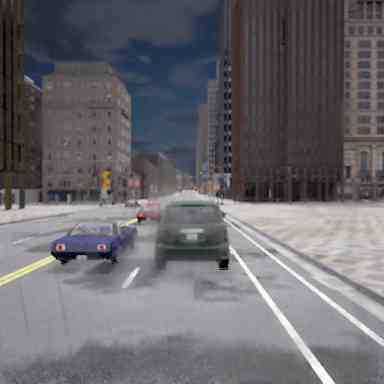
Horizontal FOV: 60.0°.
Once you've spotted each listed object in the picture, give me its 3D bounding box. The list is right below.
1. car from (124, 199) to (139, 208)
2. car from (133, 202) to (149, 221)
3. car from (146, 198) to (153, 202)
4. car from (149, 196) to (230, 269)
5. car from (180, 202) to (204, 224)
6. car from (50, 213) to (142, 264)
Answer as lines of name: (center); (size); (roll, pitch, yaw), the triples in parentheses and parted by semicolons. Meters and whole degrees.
car: (-9.827, 1.900, 54.724); (1.812, 1.442, 4.674); (0, -1, 0)
car: (-3.225, 1.761, 27.006); (1.895, 1.301, 4.718); (0, 0, 0)
car: (-6.570, 1.732, 55.487); (2.097, 1.767, 4.553); (0, 0, 0)
car: (0.027, 1.283, 11.484); (2.150, 2.045, 5.566); (0, 0, 0)
car: (0.031, 1.671, 27.628); (1.837, 1.490, 4.892); (0, 0, 0)
car: (-3.217, 1.663, 12.002); (1.895, 1.301, 4.718); (0, 0, 0)
